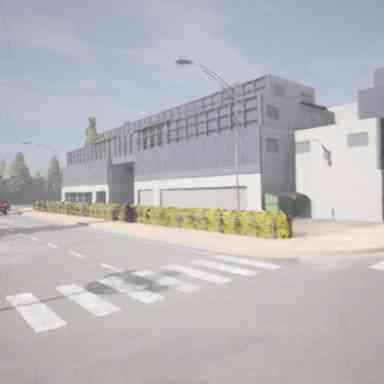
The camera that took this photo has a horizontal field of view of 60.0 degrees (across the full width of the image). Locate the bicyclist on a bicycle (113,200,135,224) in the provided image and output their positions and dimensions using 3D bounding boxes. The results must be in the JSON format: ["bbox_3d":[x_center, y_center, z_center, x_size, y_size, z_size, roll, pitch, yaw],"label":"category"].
[{"bbox_3d":[-4.577,1.360,22.530,1.656,1.620,0.582,-2,0,-39],"label":"bicyclist on a bicycle"}]

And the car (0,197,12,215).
[{"bbox_3d":[-23.134,1.666,39.347,2.150,2.045,5.566,-1,0,-34],"label":"car"}]

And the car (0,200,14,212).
[{"bbox_3d":[-28.011,2.027,48.860,2.128,1.511,4.902,-1,0,-16],"label":"car"}]
